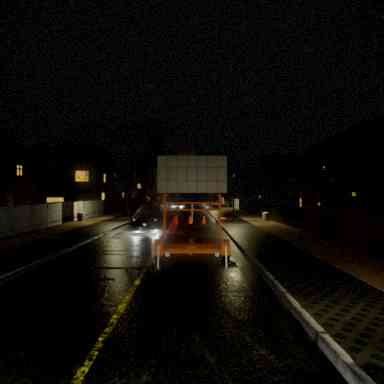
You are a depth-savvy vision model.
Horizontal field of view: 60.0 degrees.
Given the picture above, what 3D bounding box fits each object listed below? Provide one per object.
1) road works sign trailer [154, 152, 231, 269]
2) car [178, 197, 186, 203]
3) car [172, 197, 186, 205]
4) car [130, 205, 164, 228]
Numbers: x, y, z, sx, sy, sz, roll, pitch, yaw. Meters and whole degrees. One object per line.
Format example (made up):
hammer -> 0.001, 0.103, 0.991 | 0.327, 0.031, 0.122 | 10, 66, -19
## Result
road works sign trailer -> 0.012, 0.473, 11.114 | 2.380, 3.560, 2.880 | 0, 0, 0
car -> -2.661, 2.085, 87.854 | 1.994, 1.385, 4.181 | 0, -1, 0
car -> -2.736, 1.883, 63.379 | 1.895, 1.301, 4.718 | 0, 0, 1
car -> -2.829, 1.587, 22.598 | 2.033, 1.411, 5.357 | 0, 0, 0
